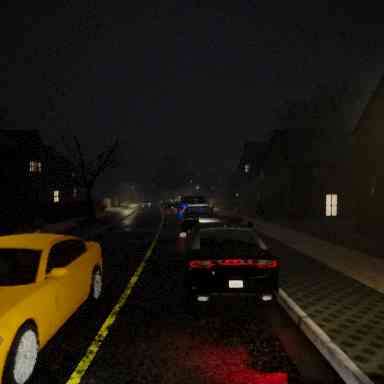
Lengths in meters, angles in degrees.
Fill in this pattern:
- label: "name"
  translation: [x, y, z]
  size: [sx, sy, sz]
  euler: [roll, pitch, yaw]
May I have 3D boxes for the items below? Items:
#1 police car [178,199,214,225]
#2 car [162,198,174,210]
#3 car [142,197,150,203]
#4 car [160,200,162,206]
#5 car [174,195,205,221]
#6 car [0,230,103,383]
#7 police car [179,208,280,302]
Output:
- label: "police car"
  translation: [0.337, 1.445, 18.525]
  size: [1.930, 1.638, 5.238]
  euler: [0, 0, -3]
- label: "car"
  translation: [-2.805, 1.742, 45.610]
  size: [1.895, 1.301, 4.718]
  euler: [0, 0, -7]
- label: "car"
  translation: [-10.988, 1.987, 79.691]
  size: [1.812, 1.442, 4.674]
  euler: [0, -1, -10]
- label: "car"
  translation: [-4.305, 1.783, 56.726]
  size: [1.994, 1.385, 4.181]
  euler: [0, 0, -9]
- label: "car"
  translation: [-0.010, 1.263, 24.474]
  size: [2.150, 2.045, 5.566]
  euler: [0, 0, -4]
- label: "car"
  translation: [-2.868, 1.478, 5.437]
  size: [1.882, 1.535, 5.008]
  euler: [0, 0, -1]
- label: "police car"
  translation: [0.715, 1.426, 8.466]
  size: [1.930, 1.638, 5.238]
  euler: [0, 0, -1]
